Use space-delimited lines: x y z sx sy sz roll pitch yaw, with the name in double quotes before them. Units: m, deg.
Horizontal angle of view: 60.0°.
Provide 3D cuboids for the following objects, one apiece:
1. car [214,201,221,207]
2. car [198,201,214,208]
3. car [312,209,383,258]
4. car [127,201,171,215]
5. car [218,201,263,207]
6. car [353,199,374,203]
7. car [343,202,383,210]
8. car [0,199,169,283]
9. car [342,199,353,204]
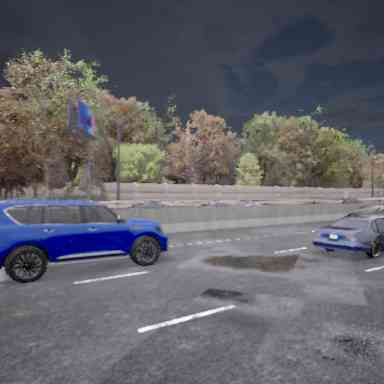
"car" 5.083 1.609 33.399 4.902 1.511 2.128 0 0 -35
"car" 2.573 1.678 35.907 4.181 1.385 1.994 0 0 -35
"car" 6.953 1.609 13.000 5.357 1.411 2.033 0 0 -35
"car" -4.490 1.645 35.173 4.181 1.385 1.994 0 0 -35
"car" 4.948 1.703 29.011 4.718 1.301 1.895 0 0 -35
"car" 28.821 1.889 54.520 4.181 1.385 1.994 0 0 -35
"car" 11.547 1.609 20.577 4.892 1.490 1.837 0 0 -35
"car" -3.399 1.235 9.919 5.566 2.045 2.150 0 0 -35
"car" 28.492 1.943 58.583 4.718 1.301 1.895 0 0 -35
